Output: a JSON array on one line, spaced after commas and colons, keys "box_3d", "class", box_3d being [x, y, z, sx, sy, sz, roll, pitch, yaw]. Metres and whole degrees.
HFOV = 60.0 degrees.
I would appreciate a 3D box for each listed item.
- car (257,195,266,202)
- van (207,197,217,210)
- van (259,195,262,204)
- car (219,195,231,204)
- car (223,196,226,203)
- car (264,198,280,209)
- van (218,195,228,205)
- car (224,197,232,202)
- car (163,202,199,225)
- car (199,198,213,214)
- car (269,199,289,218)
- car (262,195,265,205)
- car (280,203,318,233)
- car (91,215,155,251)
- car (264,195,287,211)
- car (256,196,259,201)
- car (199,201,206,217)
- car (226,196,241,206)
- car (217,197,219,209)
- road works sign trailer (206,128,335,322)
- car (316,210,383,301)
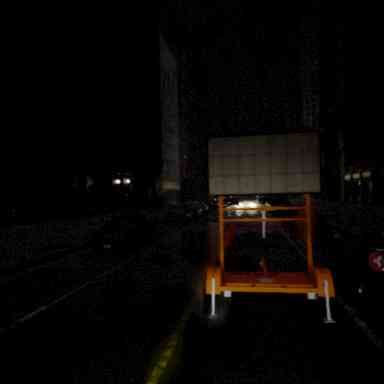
[{"box_3d": [17.834, 1.578, 85.437, 1.967, 1.590, 4.097, -2, 0, 10], "class": "car"}, {"box_3d": [1.824, 1.590, 42.647, 1.690, 1.788, 3.998, -2, 0, 10], "class": "van"}, {"box_3d": [13.077, 1.400, 57.799, 1.690, 1.788, 3.998, -2, 0, 10], "class": "van"}, {"box_3d": [7.529, 1.656, 75.817, 2.192, 1.841, 5.009, -2, 0, 10], "class": "car"}, {"box_3d": [3.725, 1.594, 53.703, 2.192, 1.841, 5.009, -2, 0, 10], "class": "car"}, {"box_3d": [11.210, 1.555, 46.909, 1.752, 1.417, 4.829, -2, 0, 10], "class": "car"}, {"box_3d": [6.578, 1.667, 70.288, 1.690, 1.788, 3.998, -2, 0, 10], "class": "van"}, {"box_3d": [9.436, 1.924, 86.871, 2.008, 1.369, 4.403, -2, 0, 10], "class": "car"}, {"box_3d": [-1.022, 1.757, 26.060, 2.008, 1.369, 4.403, -2, 0, 10], "class": "car"}, {"box_3d": [0.850, 1.759, 36.949, 1.752, 1.417, 4.829, -2, 0, 10], "class": "car"}, {"box_3d": [8.330, 1.567, 30.157, 1.802, 1.307, 4.206, -2, 0, 10], "class": "car"}, {"box_3d": [10.225, 1.329, 41.215, 2.192, 1.841, 5.009, -2, 0, 10], "class": "car"}, {"box_3d": [6.428, 1.523, 19.101, 1.947, 1.339, 4.313, -2, 0, 10], "class": "car"}, {"box_3d": [-2.923, 1.746, 15.004, 1.947, 1.339, 4.313, -2, 0, 10], "class": "car"}, {"box_3d": [9.274, 1.314, 35.687, 2.192, 1.841, 5.009, -2, 0, 10], "class": "car"}, {"box_3d": [14.978, 1.405, 68.855, 2.192, 1.841, 5.009, -2, 0, 10], "class": "car"}, {"box_3d": [-0.071, 1.802, 31.588, 1.802, 1.307, 4.206, -2, 0, 10], "class": "car"}, {"box_3d": [7.332, 1.722, 58.353, 1.837, 1.490, 4.892, -2, 0, 10], "class": "car"}, {"box_3d": [2.778, 1.704, 48.174, 1.967, 1.590, 4.097, -2, 0, 10], "class": "car"}, {"box_3d": [1.559, 0.471, 7.264, 2.380, 3.560, 2.880, -2, 0, 10], "class": "road works sign trailer"}, {"box_3d": [4.524, 1.373, 8.046, 1.967, 1.590, 4.097, -2, 0, 10], "class": "car"}]
